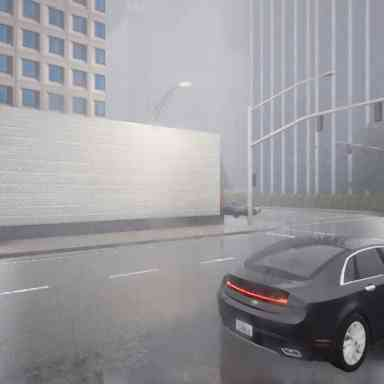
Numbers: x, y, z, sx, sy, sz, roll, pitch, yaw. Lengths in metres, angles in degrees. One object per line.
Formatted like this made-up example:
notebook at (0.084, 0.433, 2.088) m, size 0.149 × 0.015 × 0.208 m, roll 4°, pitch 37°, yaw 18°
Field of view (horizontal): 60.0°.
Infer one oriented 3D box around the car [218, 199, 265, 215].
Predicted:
car at (5.163, 1.547, 35.403) m, size 2.128 × 1.511 × 4.902 m, roll 0°, pitch 0°, yaw -36°

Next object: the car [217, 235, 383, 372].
car at (2.655, 1.505, 5.692) m, size 4.892 × 1.490 × 1.837 m, roll 0°, pitch 0°, yaw -35°

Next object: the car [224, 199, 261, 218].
car at (3.600, 1.603, 31.571) m, size 2.033 × 1.411 × 5.357 m, roll 0°, pitch 0°, yaw -36°
